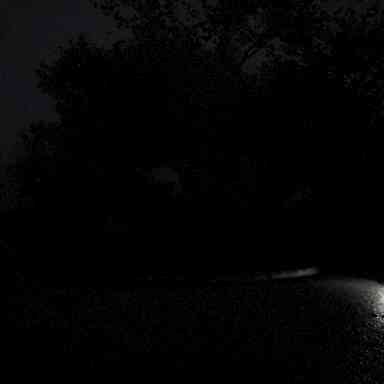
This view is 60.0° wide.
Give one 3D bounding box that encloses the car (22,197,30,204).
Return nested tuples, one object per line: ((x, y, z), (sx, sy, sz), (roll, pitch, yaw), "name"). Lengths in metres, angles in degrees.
((-24.779, 1.069, 51.163), (1.946, 1.575, 5.366), (0, 1, -36), "car")

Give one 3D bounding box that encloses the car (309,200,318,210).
((16.248, 1.789, 44.140), (2.128, 1.511, 4.902), (2, 0, -28), "car")

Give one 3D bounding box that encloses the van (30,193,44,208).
((-18.099, 0.982, 40.769), (1.878, 1.987, 4.442), (0, 1, -36), "van")

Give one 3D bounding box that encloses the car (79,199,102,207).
((-13.496, 1.214, 43.712), (1.946, 1.575, 5.366), (0, 0, -36), "car")
